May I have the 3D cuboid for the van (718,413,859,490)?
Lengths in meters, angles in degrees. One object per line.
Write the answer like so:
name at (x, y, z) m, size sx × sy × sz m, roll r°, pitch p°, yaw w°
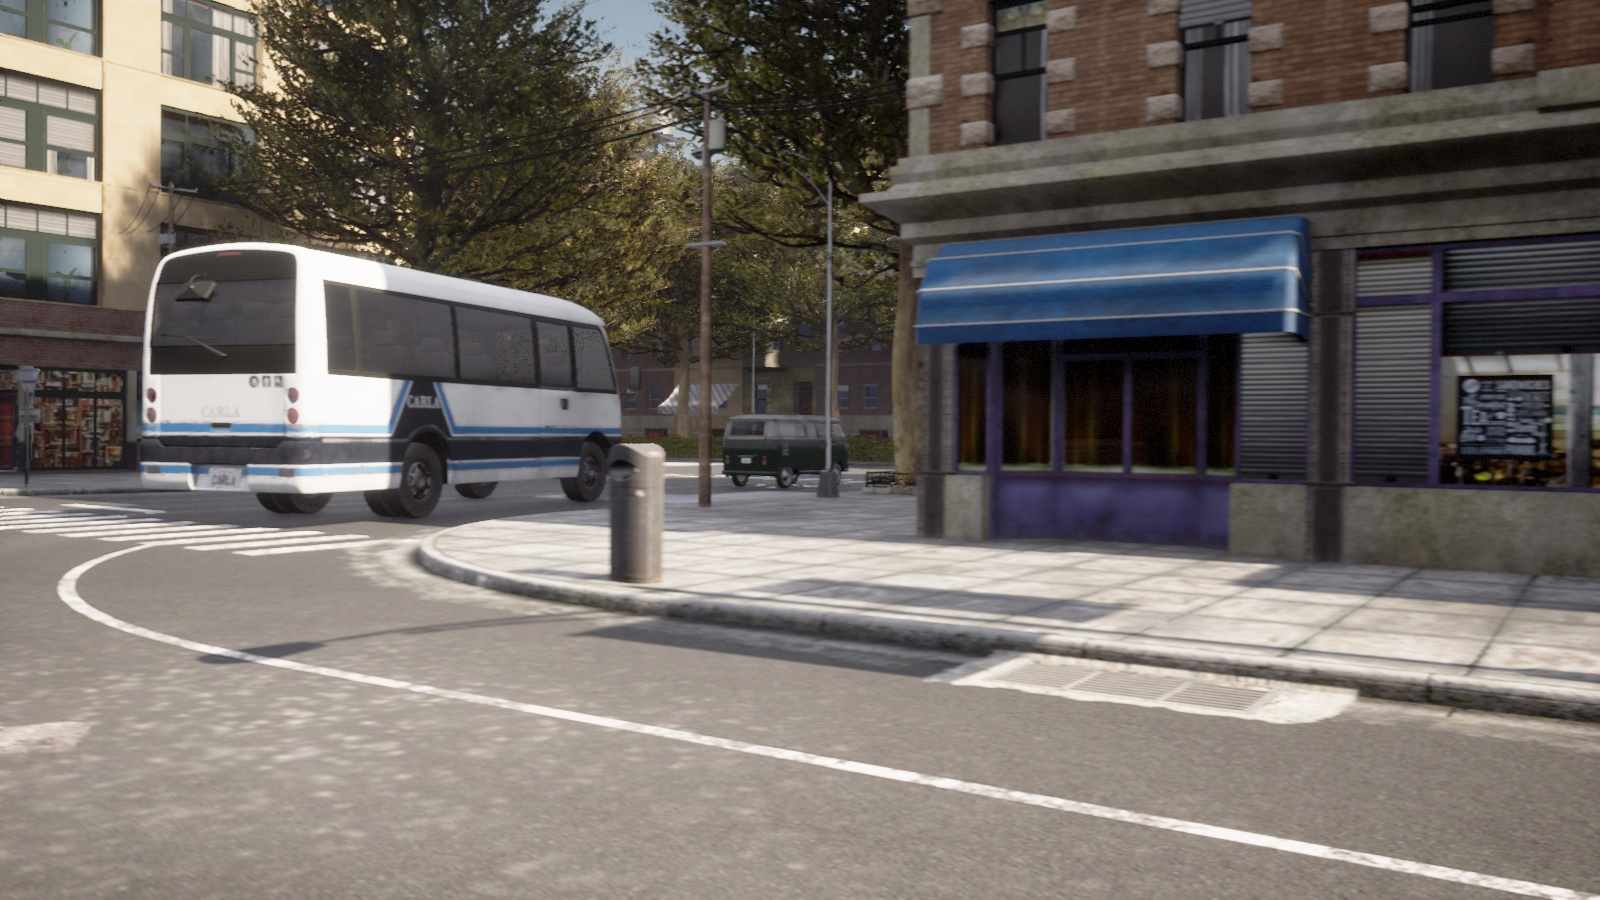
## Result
van at (-0.242, 0.011, 34.856) m, size 1.775 × 1.987 × 4.442 m, roll 0°, pitch 1°, yaw 33°

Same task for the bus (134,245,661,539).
bus at (-6.692, -0.907, 23.633) m, size 3.944 × 4.253 × 10.273 m, roll 0°, pitch 1°, yaw 20°
